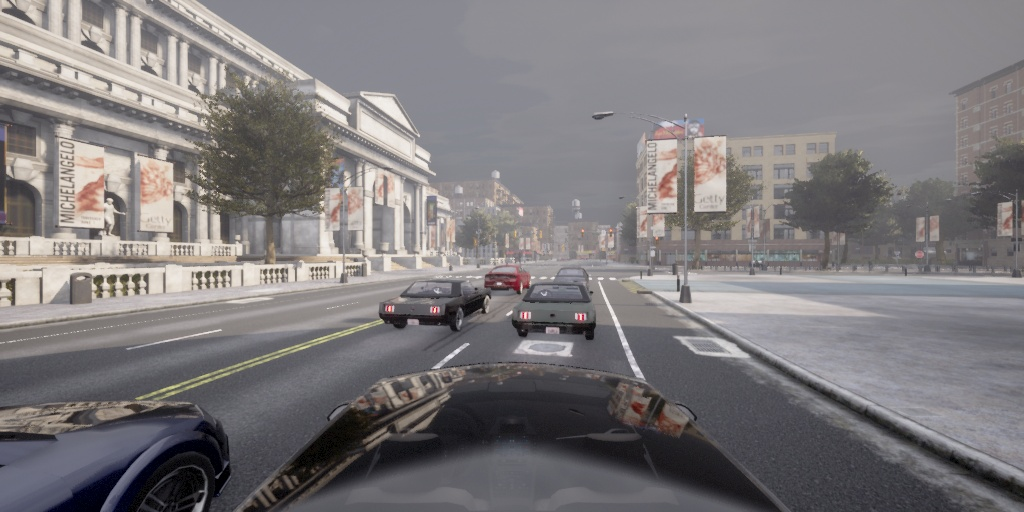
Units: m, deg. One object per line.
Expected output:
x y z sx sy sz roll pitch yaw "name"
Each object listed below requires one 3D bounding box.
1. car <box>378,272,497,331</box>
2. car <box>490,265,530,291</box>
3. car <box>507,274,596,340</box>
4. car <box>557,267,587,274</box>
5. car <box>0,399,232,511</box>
-2.019 1.351 11.058 1.895 1.301 4.718 0 0 11 "car"
-0.133 1.227 20.209 1.882 1.535 5.008 0 0 12 "car"
1.325 1.351 10.048 1.895 1.301 4.718 0 0 11 "car"
3.260 1.297 19.398 2.033 1.411 5.357 0 0 12 "car"
-3.157 1.314 1.070 1.994 1.385 4.181 0 0 -2 "car"
